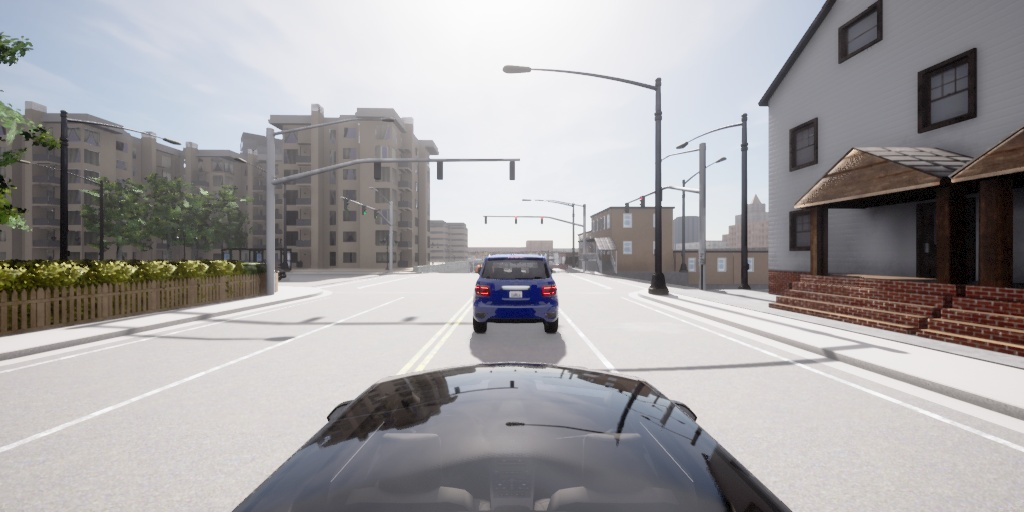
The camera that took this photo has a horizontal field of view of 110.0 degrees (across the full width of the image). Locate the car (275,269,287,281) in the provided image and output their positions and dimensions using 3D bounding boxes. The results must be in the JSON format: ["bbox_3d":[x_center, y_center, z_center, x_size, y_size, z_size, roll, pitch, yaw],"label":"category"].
[{"bbox_3d":[-20.346,1.255,28.079,4.892,1.490,1.837,0,0,1],"label":"car"}]

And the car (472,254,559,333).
[{"bbox_3d":[0.101,0.971,10.877,2.150,2.045,5.566,0,0,0],"label":"car"}]

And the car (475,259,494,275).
[{"bbox_3d":[-3.561,1.506,46.897,2.097,1.767,4.553,1,-5,0],"label":"car"}]
